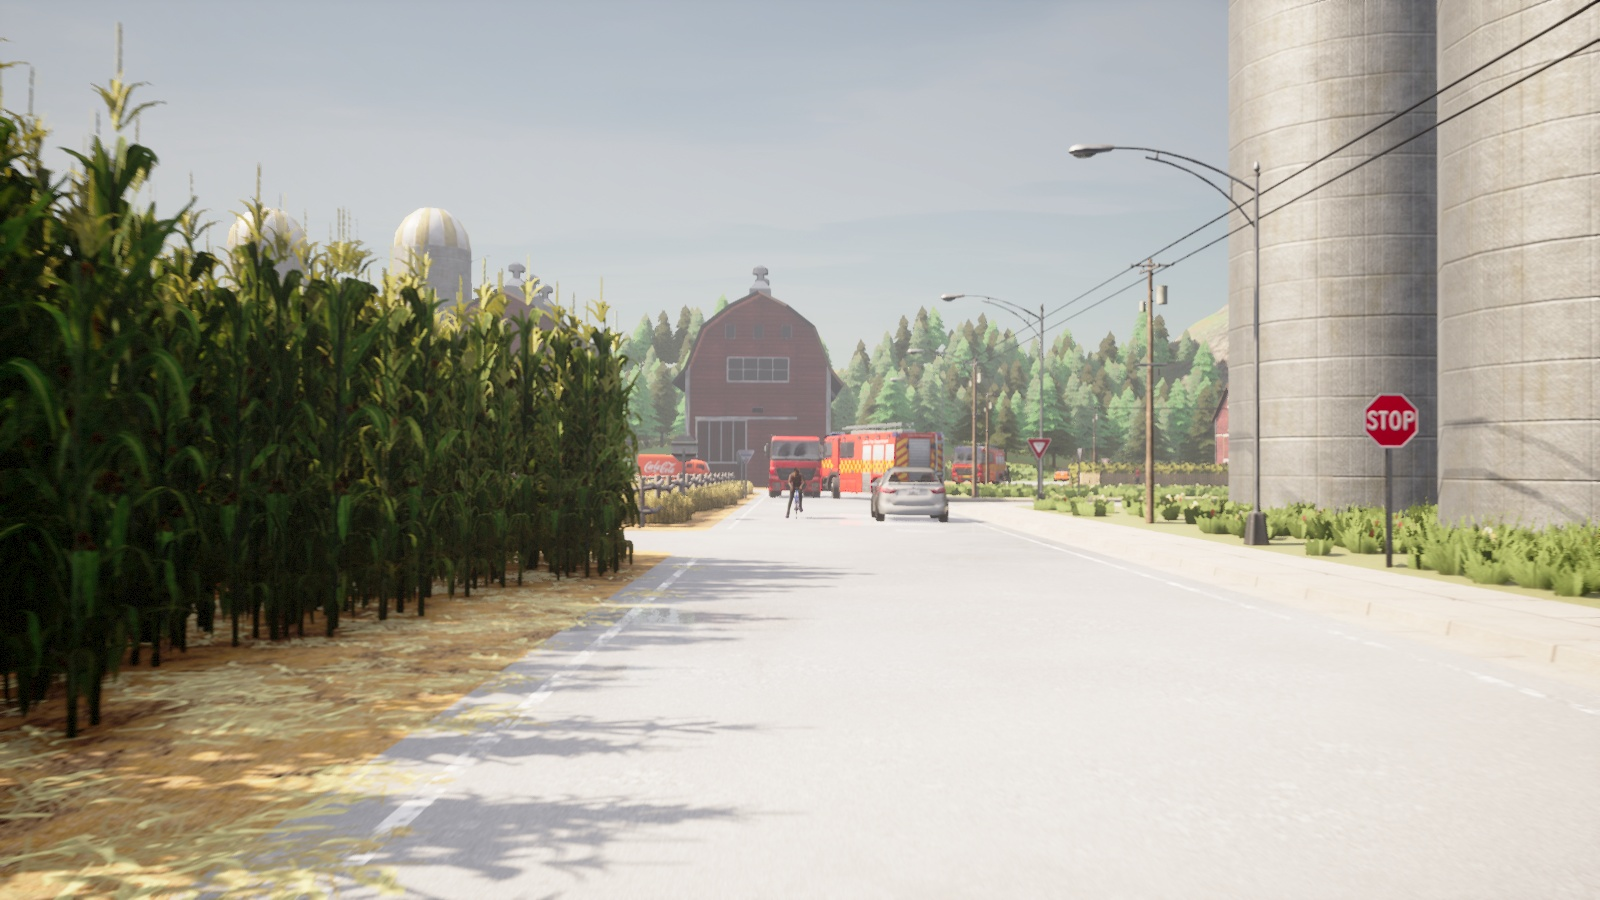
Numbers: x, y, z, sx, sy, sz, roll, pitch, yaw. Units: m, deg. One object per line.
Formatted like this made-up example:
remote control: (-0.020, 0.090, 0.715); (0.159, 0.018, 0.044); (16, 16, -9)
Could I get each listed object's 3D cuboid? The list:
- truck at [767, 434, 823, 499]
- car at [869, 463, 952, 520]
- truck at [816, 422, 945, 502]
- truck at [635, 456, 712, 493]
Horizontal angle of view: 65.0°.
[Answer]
truck: (-0.354, 0.944, 71.378); (2.891, 3.462, 7.936); (0, -1, -2)
car: (3.376, 1.266, 39.171); (2.242, 1.667, 4.611); (0, -1, 1)
truck: (3.959, 0.652, 64.545); (2.891, 3.827, 8.468); (0, -1, -25)
truck: (-9.124, 1.740, 90.976); (5.204, 2.467, 2.627); (2, -1, 2)
